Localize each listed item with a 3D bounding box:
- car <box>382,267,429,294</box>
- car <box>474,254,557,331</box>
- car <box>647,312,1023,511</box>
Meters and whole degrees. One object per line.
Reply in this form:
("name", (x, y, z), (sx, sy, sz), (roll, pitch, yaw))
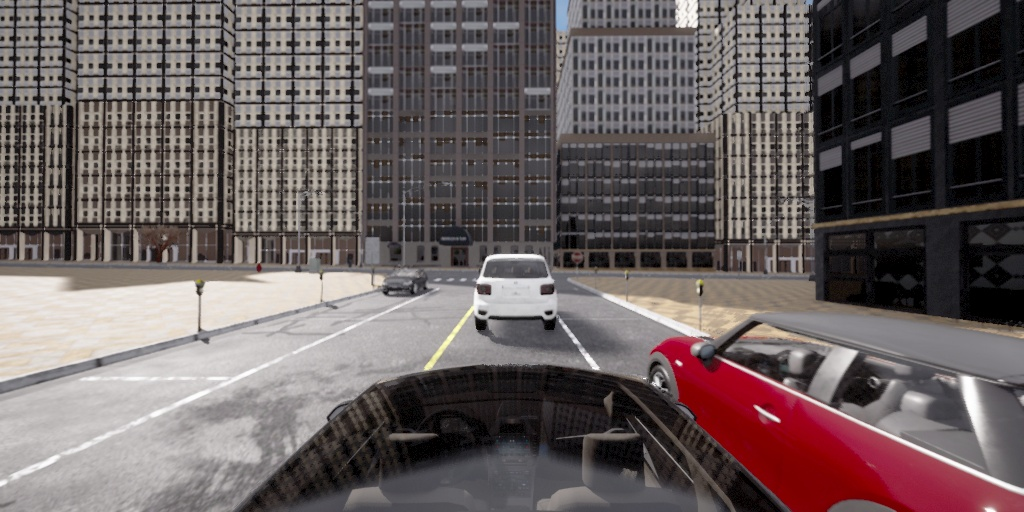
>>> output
("car", (-5.835, 1.310, 19.984), (2.007, 1.370, 4.403), (0, 0, 0))
("car", (0.092, 0.976, 11.228), (2.150, 2.045, 5.566), (0, 0, 0))
("car", (2.691, 1.191, 3.057), (1.967, 1.591, 4.097), (0, 0, 0))
